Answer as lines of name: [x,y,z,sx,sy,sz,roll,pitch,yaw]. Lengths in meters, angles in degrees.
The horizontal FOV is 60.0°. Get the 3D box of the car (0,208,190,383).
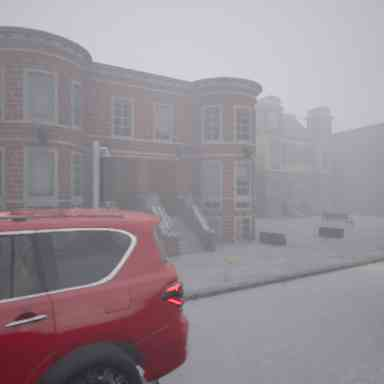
car: [-2.675,1.221,2.859,5.566,2.045,2.150,0,0,-32]
